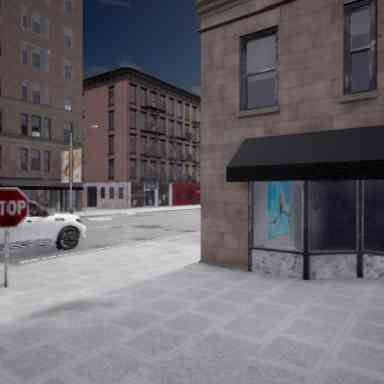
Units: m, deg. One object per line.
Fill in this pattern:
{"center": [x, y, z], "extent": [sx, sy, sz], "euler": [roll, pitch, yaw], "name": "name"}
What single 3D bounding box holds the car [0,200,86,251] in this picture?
{"center": [-6.577, 1.219, 11.918], "extent": [2.150, 2.045, 5.566], "euler": [0, 0, 35], "name": "car"}
